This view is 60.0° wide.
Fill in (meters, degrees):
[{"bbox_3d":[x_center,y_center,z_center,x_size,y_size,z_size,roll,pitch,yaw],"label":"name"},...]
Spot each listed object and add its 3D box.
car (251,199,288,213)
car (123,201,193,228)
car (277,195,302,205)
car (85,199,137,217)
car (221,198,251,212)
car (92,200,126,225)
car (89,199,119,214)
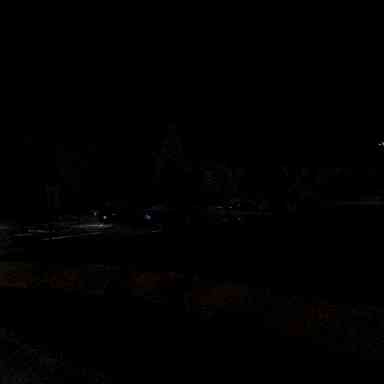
[{"bbox_3d":[8.725,1.526,37.129,1.812,1.442,4.674,0,0,36],"label":"car"},{"bbox_3d":[-1.946,1.477,22.496,1.882,1.535,5.008,0,0,36],"label":"car"},{"bbox_3d":[15.175,1.194,51.793,2.033,1.411,5.357,0,0,36],"label":"car"},{"bbox_3d":[-7.735,1.504,32.385,1.837,1.490,4.892,0,0,36],"label":"car"},{"bbox_3d":[5.746,1.505,38.999,1.837,1.490,4.892,0,0,36],"label":"car"},{"bbox_3d":[-4.824,1.564,24.490,1.994,1.385,4.181,0,0,36],"label":"car"},{"bbox_3d":[-6.259,1.491,28.466,2.128,1.511,4.902,0,0,36],"label":"car"}]
